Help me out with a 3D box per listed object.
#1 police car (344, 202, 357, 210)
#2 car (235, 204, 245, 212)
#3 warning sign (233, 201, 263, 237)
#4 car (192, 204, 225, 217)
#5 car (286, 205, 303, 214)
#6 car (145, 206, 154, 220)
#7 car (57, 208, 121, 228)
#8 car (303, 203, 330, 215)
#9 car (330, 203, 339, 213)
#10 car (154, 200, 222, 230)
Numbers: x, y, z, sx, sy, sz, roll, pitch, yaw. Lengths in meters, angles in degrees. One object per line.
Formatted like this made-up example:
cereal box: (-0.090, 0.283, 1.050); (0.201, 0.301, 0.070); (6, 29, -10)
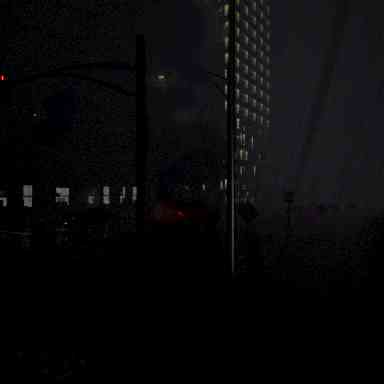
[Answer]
police car: (31.471, 2.738, 65.848); (1.930, 1.638, 5.238); (0, -1, 33)
car: (7.506, 2.386, 48.798); (1.994, 1.385, 4.181); (0, -1, 34)
warning sign: (3.127, 1.454, 18.539); (1.300, 1.860, 1.060); (1, 1, 33)
car: (2.078, 2.169, 40.421); (1.812, 1.442, 4.674); (0, -1, 33)
car: (15.265, 2.501, 48.560); (1.895, 1.301, 4.718); (0, -1, 33)
car: (-2.778, 1.835, 32.872); (2.097, 1.767, 4.553); (0, -1, 33)
car: (-7.692, 1.921, 25.228); (1.895, 1.301, 4.718); (0, -1, 33)
car: (16.985, 2.376, 45.225); (1.837, 1.490, 4.892); (0, -1, 33)
car: (22.513, 2.529, 53.841); (1.882, 1.535, 5.008); (0, -1, 33)
car: (-0.037, 1.617, 24.651); (2.150, 2.045, 5.566); (0, -1, 32)
